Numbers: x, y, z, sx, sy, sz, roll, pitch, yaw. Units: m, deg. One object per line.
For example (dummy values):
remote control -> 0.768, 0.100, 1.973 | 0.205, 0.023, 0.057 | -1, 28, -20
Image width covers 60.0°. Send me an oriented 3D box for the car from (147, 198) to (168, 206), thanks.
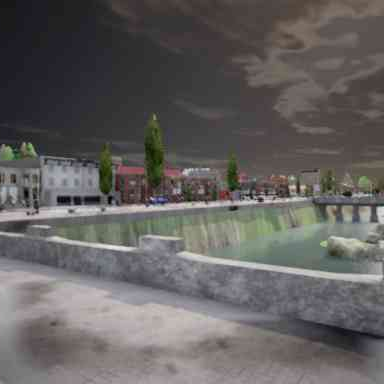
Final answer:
car -> -6.636, 1.878, 64.127 | 1.882, 1.535, 5.008 | -1, -1, 36
